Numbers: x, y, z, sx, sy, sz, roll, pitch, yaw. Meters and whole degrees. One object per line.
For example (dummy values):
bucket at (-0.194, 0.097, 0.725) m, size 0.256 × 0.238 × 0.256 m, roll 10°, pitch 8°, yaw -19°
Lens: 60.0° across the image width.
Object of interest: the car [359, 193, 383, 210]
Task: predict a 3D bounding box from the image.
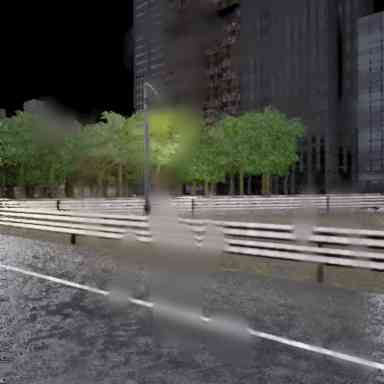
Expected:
car at (18.001, 0.848, 30.962) m, size 4.892 × 1.490 × 1.837 m, roll -1°, pitch 0°, yaw -6°
